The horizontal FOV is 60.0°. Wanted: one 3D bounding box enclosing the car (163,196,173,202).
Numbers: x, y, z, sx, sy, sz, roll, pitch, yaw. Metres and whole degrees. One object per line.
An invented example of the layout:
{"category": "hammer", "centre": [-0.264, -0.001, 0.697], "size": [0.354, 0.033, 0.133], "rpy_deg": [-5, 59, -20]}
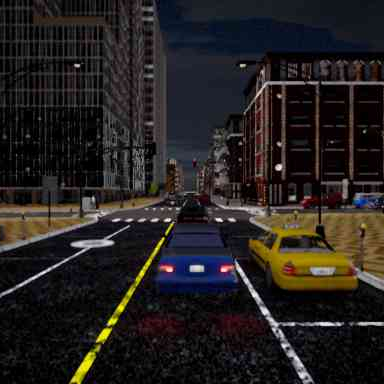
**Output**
{"category": "car", "centre": [-5.329, 1.499, 74.670], "size": [2.008, 1.369, 4.403], "rpy_deg": [0, 0, 0]}

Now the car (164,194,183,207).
{"category": "car", "centre": [-2.847, 1.454, 51.106], "size": [2.128, 1.511, 4.902], "rpy_deg": [0, 0, 0]}

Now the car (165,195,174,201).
{"category": "car", "centre": [-5.330, 1.489, 80.263], "size": [1.887, 1.381, 4.507], "rpy_deg": [0, 0, 0]}

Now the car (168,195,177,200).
{"category": "car", "centre": [-5.331, 1.489, 91.449], "size": [2.008, 1.369, 4.403], "rpy_deg": [0, 0, 0]}

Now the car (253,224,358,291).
{"category": "car", "centre": [2.563, 1.518, 8.838], "size": [1.752, 1.417, 4.829], "rpy_deg": [0, 0, 0]}

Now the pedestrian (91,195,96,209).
{"category": "pedestrian", "centre": [-12.355, 1.239, 41.673], "size": [0.375, 1.860, 0.375], "rpy_deg": [0, 1, -1]}

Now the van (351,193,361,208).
{"category": "van", "centre": [20.963, 1.020, 39.092], "size": [3.998, 1.788, 1.690], "rpy_deg": [-1, 1, -1]}

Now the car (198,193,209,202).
{"category": "car", "centre": [2.551, 1.263, 74.671], "size": [2.192, 1.841, 5.009], "rpy_deg": [0, 0, 0]}

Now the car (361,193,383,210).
{"category": "car", "centre": [21.684, 1.029, 36.644], "size": [4.553, 1.767, 2.097], "rpy_deg": [-1, 0, -1]}

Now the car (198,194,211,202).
{"category": "car", "centre": [2.553, 1.270, 63.485], "size": [2.192, 1.841, 5.009], "rpy_deg": [0, 0, 0]}

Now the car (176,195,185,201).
{"category": "car", "centre": [-2.764, 1.467, 82.044], "size": [1.994, 1.385, 4.181], "rpy_deg": [0, 0, 0]}

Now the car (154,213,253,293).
{"category": "car", "centre": [0.095, 1.540, 8.987], "size": [2.033, 1.411, 5.357], "rpy_deg": [0, 0, 0]}

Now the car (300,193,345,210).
{"category": "car", "centre": [15.307, 1.064, 39.031], "size": [5.009, 1.841, 2.192], "rpy_deg": [-1, 1, -1]}

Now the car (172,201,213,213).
{"category": "car", "centre": [0.080, 1.490, 18.728], "size": [1.837, 1.490, 4.892], "rpy_deg": [0, 0, 0]}

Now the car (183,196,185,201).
{"category": "car", "centre": [-2.764, 1.304, 68.481], "size": [2.097, 1.767, 4.553], "rpy_deg": [0, 0, 0]}
